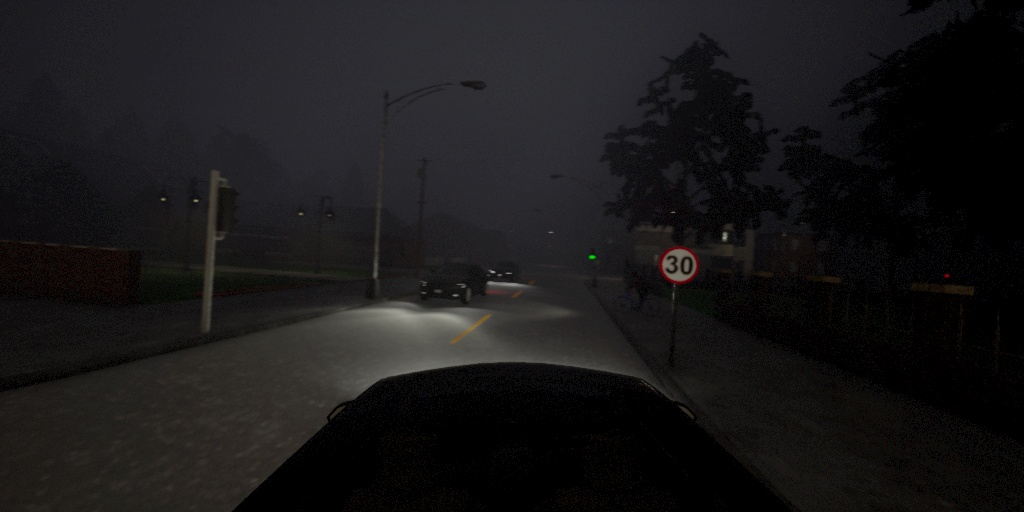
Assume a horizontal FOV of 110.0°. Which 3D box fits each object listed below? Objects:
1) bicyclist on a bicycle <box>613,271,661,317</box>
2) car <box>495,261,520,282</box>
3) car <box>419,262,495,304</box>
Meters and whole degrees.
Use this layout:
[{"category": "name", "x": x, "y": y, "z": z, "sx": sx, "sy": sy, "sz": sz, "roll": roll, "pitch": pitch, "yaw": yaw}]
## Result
[{"category": "bicyclist on a bicycle", "x": 4.533, "y": 1.360, "z": 12.948, "sx": 1.656, "sy": 1.620, "sz": 0.582, "roll": 4, "pitch": 0, "yaw": 8}, {"category": "car", "x": -0.473, "y": 1.119, "z": 27.497, "sx": 1.837, "sy": 1.490, "sz": 4.892, "roll": 4, "pitch": 0, "yaw": 9}, {"category": "car", "x": -2.299, "y": 1.015, "z": 15.426, "sx": 1.882, "sy": 1.535, "sz": 5.008, "roll": 4, "pitch": 0, "yaw": 8}]
